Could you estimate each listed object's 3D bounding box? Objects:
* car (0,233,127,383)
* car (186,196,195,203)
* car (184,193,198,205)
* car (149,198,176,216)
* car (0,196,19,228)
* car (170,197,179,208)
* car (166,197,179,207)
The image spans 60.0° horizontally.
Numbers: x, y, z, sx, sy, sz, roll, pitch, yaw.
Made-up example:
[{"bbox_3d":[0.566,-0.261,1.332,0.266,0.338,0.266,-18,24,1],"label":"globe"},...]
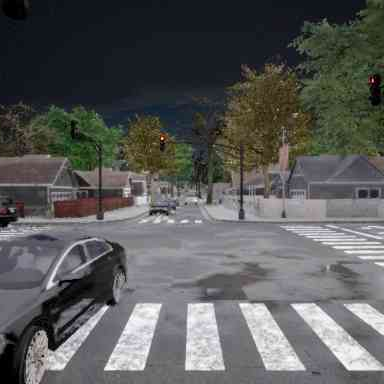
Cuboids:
[{"bbox_3d":[-2.492,1.492,5.319,2.128,1.511,4.902,0,0,6],"label":"car"},{"bbox_3d":[-0.302,1.628,73.507,1.994,1.385,4.181,0,0,0],"label":"car"},{"bbox_3d":[-0.173,1.274,60.156,2.150,2.045,5.566,0,0,0],"label":"car"},{"bbox_3d":[-3.027,1.567,32.838,2.033,1.411,5.357,0,0,0],"label":"car"},{"bbox_3d":[-13.728,1.293,20.503,5.566,2.045,2.150,0,0,1],"label":"car"},{"bbox_3d":[-3.006,1.594,42.727,1.994,1.385,4.181,0,0,0],"label":"car"},{"bbox_3d":[-3.024,1.568,52.977,1.812,1.442,4.674,0,0,0],"label":"car"}]
